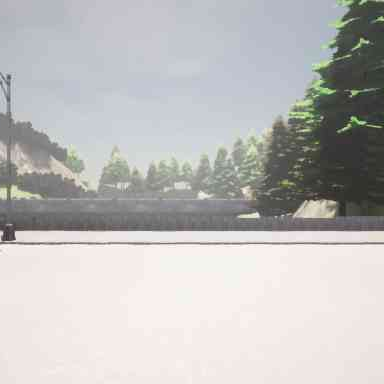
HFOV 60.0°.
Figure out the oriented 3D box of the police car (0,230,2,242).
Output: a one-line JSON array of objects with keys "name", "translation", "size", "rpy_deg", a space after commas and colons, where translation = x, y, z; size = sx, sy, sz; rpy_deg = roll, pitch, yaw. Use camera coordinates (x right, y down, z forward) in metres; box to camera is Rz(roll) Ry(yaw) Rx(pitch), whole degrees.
[{"name": "police car", "translation": [-9.865, 1.431, 12.183], "size": [5.238, 1.638, 1.930], "rpy_deg": [0, 0, 0]}]
